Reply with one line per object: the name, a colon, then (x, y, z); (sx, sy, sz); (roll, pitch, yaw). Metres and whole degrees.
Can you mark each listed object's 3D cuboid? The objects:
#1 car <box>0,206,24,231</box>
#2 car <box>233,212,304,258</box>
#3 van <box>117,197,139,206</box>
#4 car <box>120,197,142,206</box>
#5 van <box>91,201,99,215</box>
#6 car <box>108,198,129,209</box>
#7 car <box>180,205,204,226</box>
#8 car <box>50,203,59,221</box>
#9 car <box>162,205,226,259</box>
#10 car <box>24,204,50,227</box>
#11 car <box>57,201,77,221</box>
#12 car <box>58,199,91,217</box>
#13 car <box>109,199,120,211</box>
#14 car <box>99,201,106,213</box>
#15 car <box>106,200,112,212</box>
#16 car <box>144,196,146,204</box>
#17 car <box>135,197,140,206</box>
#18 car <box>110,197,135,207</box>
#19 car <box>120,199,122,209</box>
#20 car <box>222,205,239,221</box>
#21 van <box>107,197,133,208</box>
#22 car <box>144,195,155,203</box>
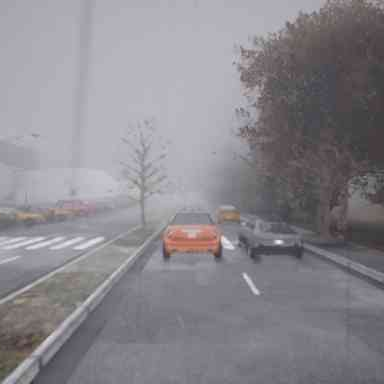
car: (-13.881, 1.820, 21.655); (4.674, 1.452, 2.002); (0, -1, -20)
car: (3.025, 1.730, 13.525); (1.994, 1.385, 4.181); (0, -1, 1)
van: (-13.964, 2.060, 72.340); (4.442, 1.987, 1.878); (-1, 0, -20)
car: (-13.823, 2.166, 75.375); (4.553, 1.767, 2.185); (-1, 0, -20)
van: (-13.769, 1.850, 39.609); (4.442, 1.987, 1.878); (0, -1, -20)
car: (-13.858, 2.279, 57.463); (4.674, 1.452, 2.002); (-1, 0, -20)
car: (0.025, 1.909, 28.527); (1.837, 1.490, 4.892); (0, 0, 1)
car: (-13.908, 1.910, 27.608); (4.792, 1.488, 2.163); (0, -1, -20)
car: (0.025, 1.516, 13.449); (2.097, 1.767, 4.553); (0, -1, 0)
car: (-13.711, 1.824, 24.704); (5.366, 1.575, 1.946); (0, -1, -20)
car: (-13.706, 1.928, 30.670); (5.366, 1.575, 1.946); (0, -1, -20)
car: (-13.848, 1.905, 36.581); (4.553, 1.767, 2.185); (0, -1, -20)
car: (-13.696, 2.173, 48.579); (5.366, 1.575, 1.946); (-1, -1, -20)
car: (-13.867, 2.153, 42.538); (4.674, 1.452, 2.002); (0, -1, -20)
car: (-13.896, 2.180, 45.510); (4.792, 1.488, 2.163); (-1, 0, -20)
car: (-13.844, 2.340, 78.347); (4.674, 1.452, 2.002); (-1, 0, -20)
car: (-13.835, 2.017, 66.432); (5.566, 2.045, 2.435); (-1, 0, -20)
car: (-13.890, 2.002, 60.436); (5.566, 2.045, 2.435); (-1, 0, -20)
car: (-13.838, 2.233, 51.506); (4.792, 1.488, 2.163); (-1, -1, -20)
car: (3.033, 1.892, 29.273); (1.882, 1.535, 5.008); (0, -1, 1)
van: (-13.753, 2.034, 63.479); (4.442, 1.987, 1.878); (-1, 0, -20)
car: (-13.813, 2.368, 93.371); (4.792, 1.488, 2.163); (-1, 0, -20)
